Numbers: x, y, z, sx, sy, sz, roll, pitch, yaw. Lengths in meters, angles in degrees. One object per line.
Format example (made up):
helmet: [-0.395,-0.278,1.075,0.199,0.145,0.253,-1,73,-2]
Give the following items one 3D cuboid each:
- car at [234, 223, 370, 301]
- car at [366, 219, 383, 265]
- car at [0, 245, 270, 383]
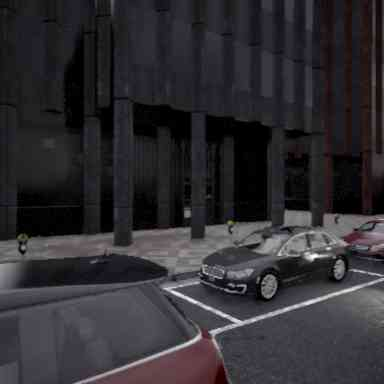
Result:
car: [2.189,1.563,8.204,4.403,1.369,2.008,0,0,-35]
car: [6.634,1.604,11.371,4.206,1.307,1.802,0,0,-35]
car: [-1.903,1.351,2.021,4.553,1.767,2.097,0,0,-35]
